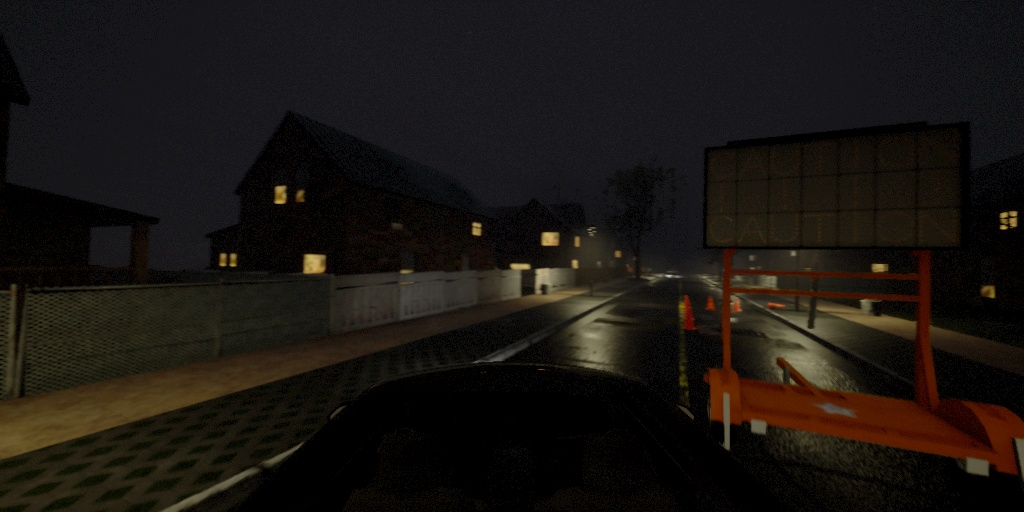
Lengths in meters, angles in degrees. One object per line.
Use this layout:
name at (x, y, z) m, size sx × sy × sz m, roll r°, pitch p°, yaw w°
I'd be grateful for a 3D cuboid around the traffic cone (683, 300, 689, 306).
traffic cone at (6.363, 2.006, 12.996) m, size 0.340 × 0.580 × 0.340 m, roll 0°, pitch 0°, yaw 25°

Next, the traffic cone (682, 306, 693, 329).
traffic cone at (5.517, 1.961, 11.185) m, size 0.340 × 0.580 × 0.340 m, roll 0°, pitch 0°, yaw 25°

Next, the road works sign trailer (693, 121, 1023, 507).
road works sign trailer at (3.612, 0.329, 4.350) m, size 2.380 × 3.560 × 2.880 m, roll 0°, pitch 0°, yaw 25°

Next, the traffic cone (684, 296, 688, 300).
traffic cone at (7.210, 2.054, 14.808) m, size 0.340 × 0.580 × 0.340 m, roll 0°, pitch 0°, yaw 25°
